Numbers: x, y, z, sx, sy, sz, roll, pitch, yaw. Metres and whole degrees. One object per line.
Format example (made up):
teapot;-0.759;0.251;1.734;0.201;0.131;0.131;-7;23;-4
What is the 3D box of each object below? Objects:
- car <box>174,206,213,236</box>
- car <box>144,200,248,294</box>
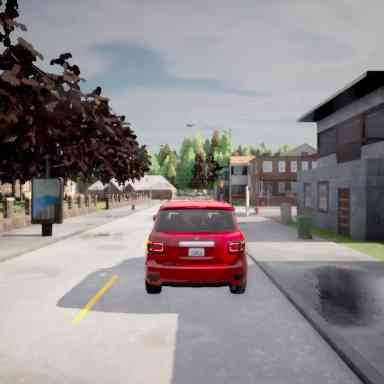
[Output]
car;0.065;1.564;19.289;1.994;1.385;4.181;0;0;0
car;0.079;1.221;8.921;2.150;2.045;5.566;0;0;0
